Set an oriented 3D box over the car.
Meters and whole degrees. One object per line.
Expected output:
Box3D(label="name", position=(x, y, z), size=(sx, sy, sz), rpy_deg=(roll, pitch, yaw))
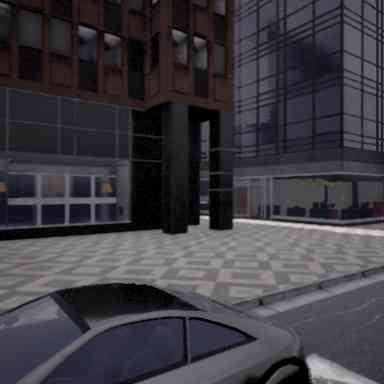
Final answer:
Box3D(label="car", position=(-0.914, 1.568, 2.715), size=(4.181, 1.385, 1.994), rpy_deg=(0, 0, -35))
